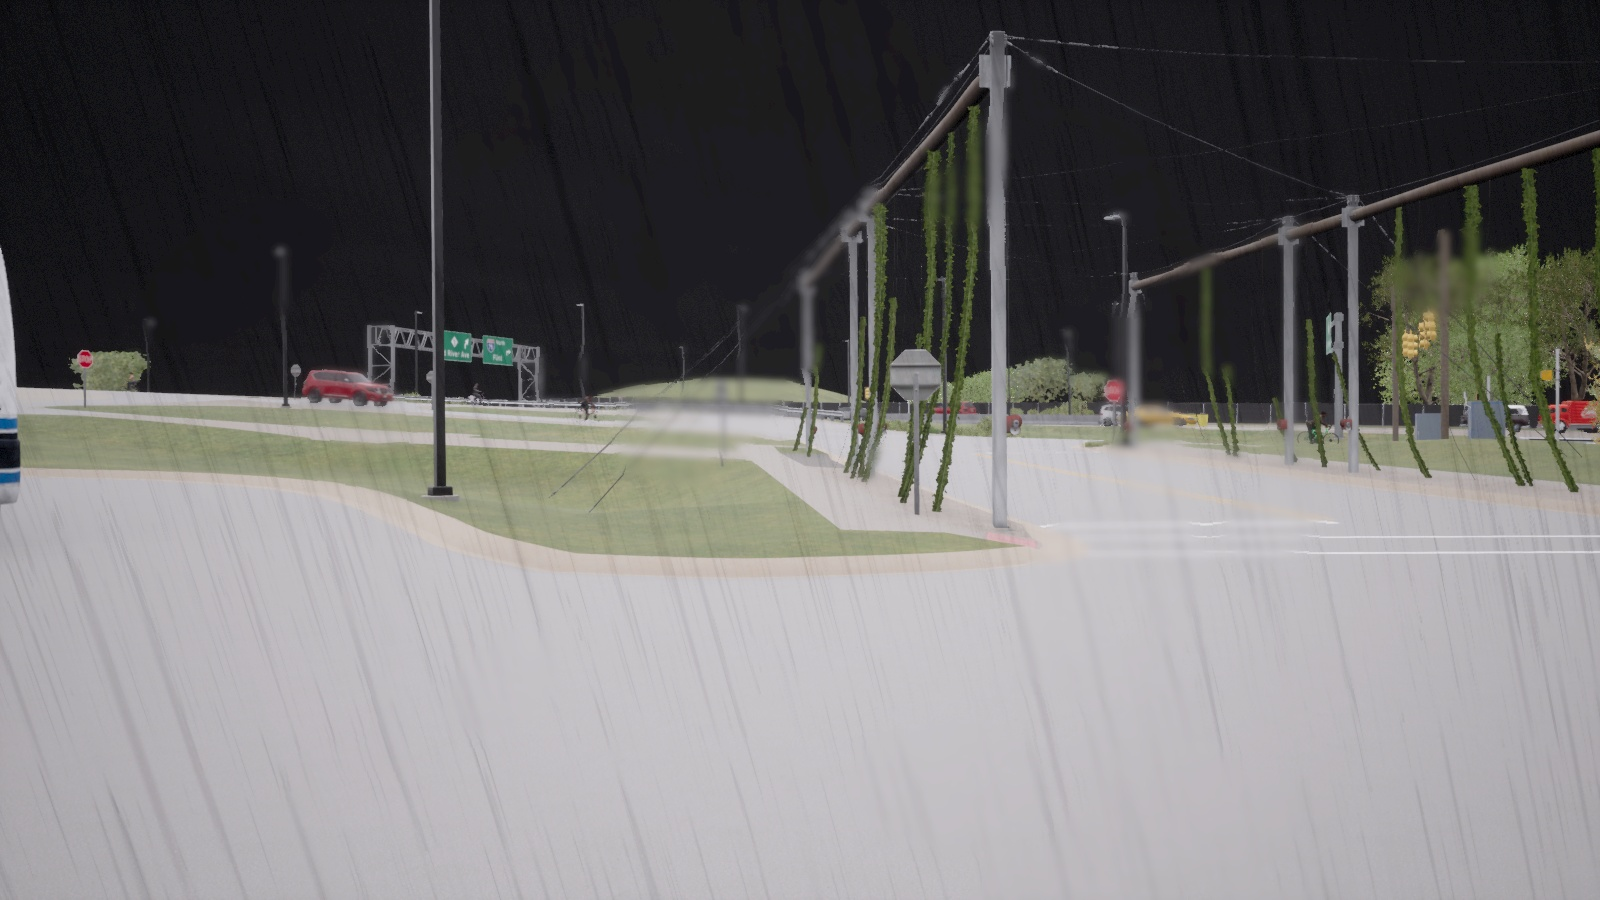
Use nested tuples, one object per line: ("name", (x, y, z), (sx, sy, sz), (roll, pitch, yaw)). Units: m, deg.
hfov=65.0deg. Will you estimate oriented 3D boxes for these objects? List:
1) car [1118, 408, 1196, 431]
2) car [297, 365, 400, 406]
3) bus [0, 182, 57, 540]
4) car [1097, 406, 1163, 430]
("car", (26.068, -2.236, 91.679), (5.366, 1.575, 1.801), (2, 1, 20))
("car", (-27.189, -3.866, 75.634), (5.566, 2.045, 2.150), (5, 2, 19))
("bus", (-13.582, -1.308, 18.393), (3.944, 4.253, 10.273), (-1, 4, -34))
("car", (25.156, -2.435, 95.725), (4.611, 1.667, 2.242), (2, 1, 20))
